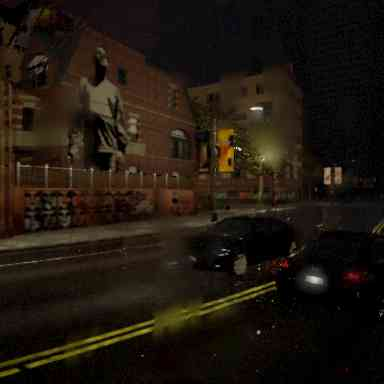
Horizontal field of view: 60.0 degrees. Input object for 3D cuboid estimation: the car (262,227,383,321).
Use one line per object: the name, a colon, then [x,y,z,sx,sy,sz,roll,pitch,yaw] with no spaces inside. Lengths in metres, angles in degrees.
car: [3.659,1.570,7.462,4.181,1.385,1.994,0,0,-45]

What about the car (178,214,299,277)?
car: [1.703,1.500,10.657,1.882,1.535,5.008,0,0,43]
